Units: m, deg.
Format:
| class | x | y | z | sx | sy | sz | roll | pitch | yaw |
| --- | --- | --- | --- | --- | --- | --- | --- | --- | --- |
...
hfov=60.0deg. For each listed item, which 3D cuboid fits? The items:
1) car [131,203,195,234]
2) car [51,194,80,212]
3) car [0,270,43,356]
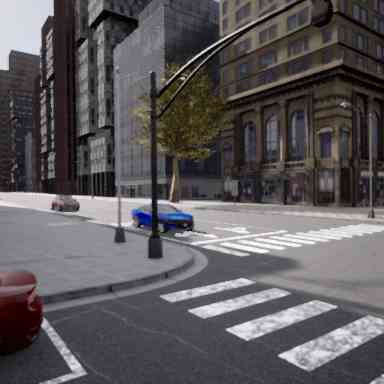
| class | x | y | z | sx | sy | sz | roll | pitch | yaw |
| --- | --- | --- | --- | --- | --- | --- | --- | --- | --- |
| car | -1.808 | 1.416 | 19.426 | 1.882 | 1.535 | 5.008 | -1 | 1 | -36 |
| car | -13.644 | 1.128 | 35.750 | 2.097 | 1.767 | 4.553 | -1 | 1 | -36 |
| car | -4.126 | 1.545 | 3.696 | 4.507 | 1.381 | 1.887 | 0 | -1 | -36 |
